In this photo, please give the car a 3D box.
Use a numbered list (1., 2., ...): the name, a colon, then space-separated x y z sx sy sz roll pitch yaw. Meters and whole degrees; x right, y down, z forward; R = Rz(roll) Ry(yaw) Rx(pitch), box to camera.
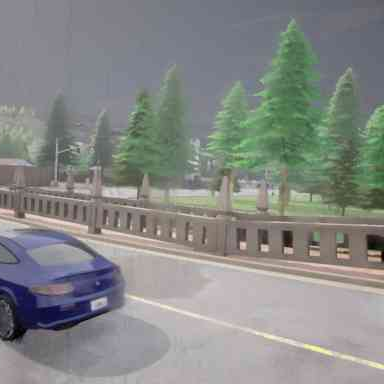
1. car: -3.250 1.428 6.292 4.674 1.442 1.812 2 1 35
